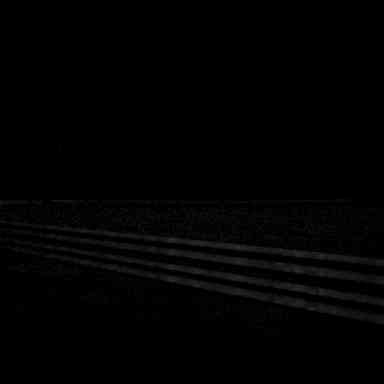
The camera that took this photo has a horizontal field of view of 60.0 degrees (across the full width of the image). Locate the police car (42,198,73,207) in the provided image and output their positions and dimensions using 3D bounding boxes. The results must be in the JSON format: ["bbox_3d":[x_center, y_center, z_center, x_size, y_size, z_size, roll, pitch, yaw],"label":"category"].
[{"bbox_3d":[-22.790,1.771,56.460,5.238,1.638,1.930,0,0,5],"label":"police car"}]
